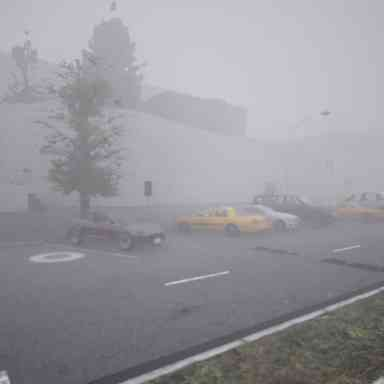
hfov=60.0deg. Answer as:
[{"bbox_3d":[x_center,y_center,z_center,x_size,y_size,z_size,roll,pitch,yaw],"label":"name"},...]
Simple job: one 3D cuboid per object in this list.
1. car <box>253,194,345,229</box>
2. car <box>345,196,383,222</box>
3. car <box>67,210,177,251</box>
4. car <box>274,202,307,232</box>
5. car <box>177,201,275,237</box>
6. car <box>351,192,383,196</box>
[{"bbox_3d":[6.390,1.167,21.302,5.566,2.045,2.435,-1,-1,34],"label":"car"},{"bbox_3d":[11.374,1.342,24.745,5.366,1.575,1.946,-1,-1,34],"label":"car"},{"bbox_3d":[-3.320,1.531,14.228,4.792,1.488,2.163,-1,-1,34],"label":"car"},{"bbox_3d":[3.936,1.482,19.547,4.674,1.452,2.002,-1,-1,34],"label":"car"},{"bbox_3d":[1.352,1.465,17.874,5.366,1.575,1.946,-1,0,34],"label":"car"},{"bbox_3d":[13.620,1.057,26.628,5.566,2.045,2.435,-1,0,34],"label":"car"}]
